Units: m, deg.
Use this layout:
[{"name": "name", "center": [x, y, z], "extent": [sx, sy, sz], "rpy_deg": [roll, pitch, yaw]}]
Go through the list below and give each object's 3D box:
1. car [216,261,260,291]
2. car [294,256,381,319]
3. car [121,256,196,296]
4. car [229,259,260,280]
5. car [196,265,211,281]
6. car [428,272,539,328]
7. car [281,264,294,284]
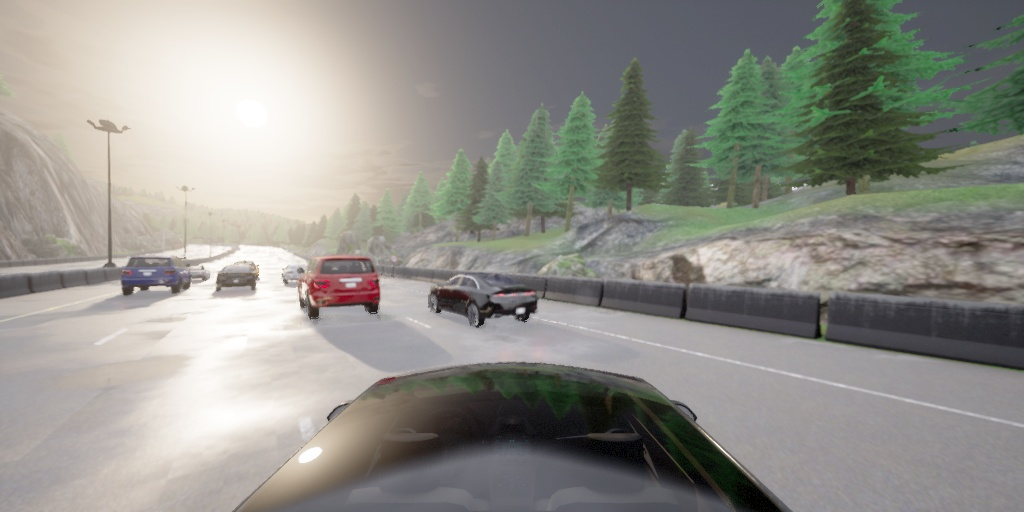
[{"name": "car", "center": [-17.207, 1.290, 22.533], "extent": [1.882, 1.535, 5.008], "rpy_deg": [0, 0, -35]}, {"name": "car", "center": [-6.576, 1.013, 13.422], "extent": [2.150, 2.045, 5.566], "rpy_deg": [0, 0, -35]}, {"name": "car", "center": [-19.914, 1.014, 20.287], "extent": [2.150, 2.045, 5.566], "rpy_deg": [0, -1, -35]}, {"name": "car", "center": [-24.500, 1.198, 32.979], "extent": [2.097, 1.767, 4.553], "rpy_deg": [0, 0, -35]}, {"name": "car", "center": [-27.087, 1.430, 30.569], "extent": [1.895, 1.301, 4.718], "rpy_deg": [0, 0, -35]}, {"name": "car", "center": [-1.148, 1.287, 11.758], "extent": [2.128, 1.511, 4.902], "rpy_deg": [0, 0, -35]}, {"name": "car", "center": [-17.023, 1.366, 28.383], "extent": [1.812, 1.442, 4.674], "rpy_deg": [0, 0, -35]}]
